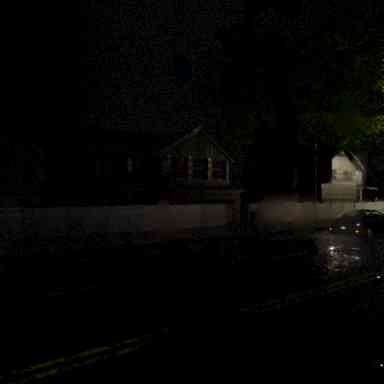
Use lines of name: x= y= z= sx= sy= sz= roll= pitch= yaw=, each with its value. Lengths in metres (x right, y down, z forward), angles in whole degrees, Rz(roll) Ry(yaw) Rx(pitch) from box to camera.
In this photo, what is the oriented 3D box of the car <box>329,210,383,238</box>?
car: x=9.493 y=1.684 z=18.483 sx=4.181 sy=1.385 sz=1.994 roll=0 pitch=0 yaw=-36
